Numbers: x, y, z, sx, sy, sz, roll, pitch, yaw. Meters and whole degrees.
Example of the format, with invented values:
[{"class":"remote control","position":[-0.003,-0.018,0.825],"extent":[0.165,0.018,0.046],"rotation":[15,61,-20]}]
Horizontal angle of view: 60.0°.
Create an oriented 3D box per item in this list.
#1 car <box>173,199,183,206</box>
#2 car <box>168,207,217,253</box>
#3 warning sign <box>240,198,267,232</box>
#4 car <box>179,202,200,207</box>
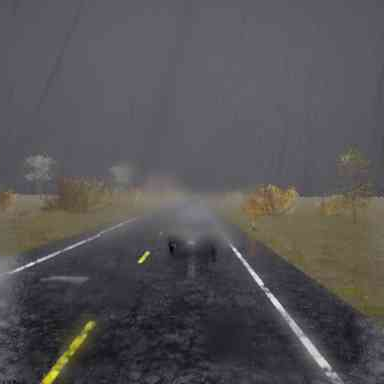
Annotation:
[{"class":"car","position":[-3.017,2.175,71.078],"extent":[1.882,1.535,5.008],"rotation":[0,-1,1]},{"class":"car","position":[0.019,1.631,14.291],"extent":[2.128,1.511,4.902],"rotation":[0,0,0]},{"class":"warning sign","position":[3.560,1.302,19.278],"extent":[1.300,1.860,1.060],"rotation":[-1,-2,0]},{"class":"car","position":[0.079,1.848,29.293],"extent":[1.994,1.385,4.181],"rotation":[0,-1,1]}]
